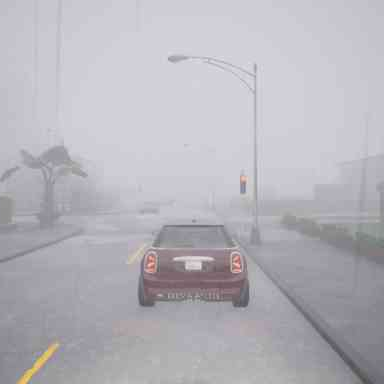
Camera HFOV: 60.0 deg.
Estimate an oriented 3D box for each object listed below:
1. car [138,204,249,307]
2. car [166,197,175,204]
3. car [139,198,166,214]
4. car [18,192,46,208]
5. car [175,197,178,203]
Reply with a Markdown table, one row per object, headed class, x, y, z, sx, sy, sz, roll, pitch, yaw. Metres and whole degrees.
| class | x | y | z | sx | sy | sz | roll | pitch | yaw |
| --- | --- | --- | --- | --- | --- | --- | --- | --- | --- |
| car | 0.050 | 1.352 | 8.139 | 2.097 | 1.767 | 4.553 | 0 | 0 | 1 |
| car | -4.055 | 1.564 | 50.880 | 1.994 | 1.385 | 4.181 | 0 | 0 | 0 |
| car | -4.081 | 1.547 | 33.369 | 2.033 | 1.411 | 5.357 | 0 | 0 | 0 |
| car | -19.729 | 0.985 | 42.014 | 1.905 | 1.878 | 3.866 | 0 | 0 | 35 |
| car | -3.953 | 1.601 | 67.443 | 1.895 | 1.301 | 4.718 | 0 | 0 | 0 |
